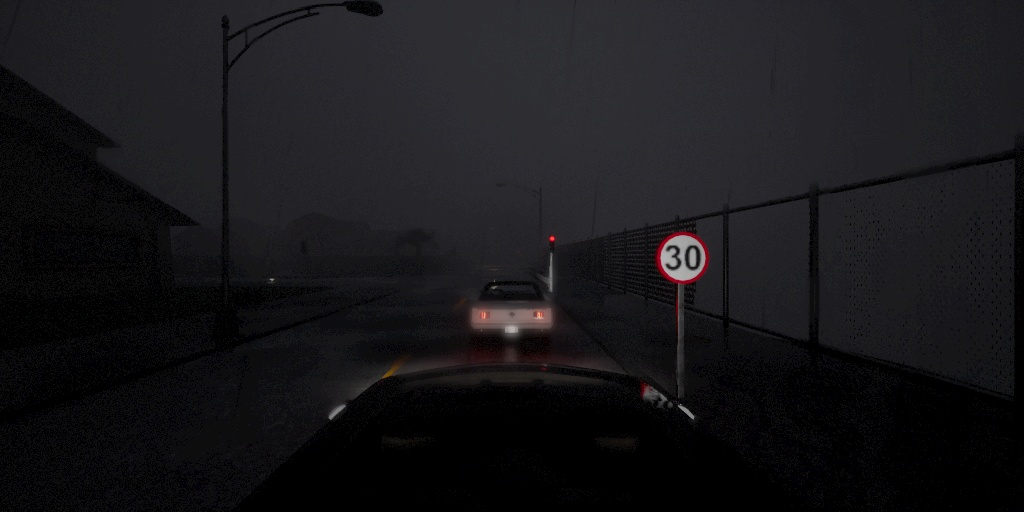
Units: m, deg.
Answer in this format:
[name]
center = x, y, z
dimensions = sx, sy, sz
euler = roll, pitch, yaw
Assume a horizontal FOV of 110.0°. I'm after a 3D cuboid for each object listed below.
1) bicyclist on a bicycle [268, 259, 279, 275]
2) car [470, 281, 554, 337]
[bicyclist on a bicycle]
center = -24.318, 1.099, 36.521
dimensions = 0.582, 1.620, 1.656
euler = 0, 0, 0
[car]
center = -0.001, 1.351, 10.210
dimensions = 1.895, 1.301, 4.718
euler = 0, 0, 0
